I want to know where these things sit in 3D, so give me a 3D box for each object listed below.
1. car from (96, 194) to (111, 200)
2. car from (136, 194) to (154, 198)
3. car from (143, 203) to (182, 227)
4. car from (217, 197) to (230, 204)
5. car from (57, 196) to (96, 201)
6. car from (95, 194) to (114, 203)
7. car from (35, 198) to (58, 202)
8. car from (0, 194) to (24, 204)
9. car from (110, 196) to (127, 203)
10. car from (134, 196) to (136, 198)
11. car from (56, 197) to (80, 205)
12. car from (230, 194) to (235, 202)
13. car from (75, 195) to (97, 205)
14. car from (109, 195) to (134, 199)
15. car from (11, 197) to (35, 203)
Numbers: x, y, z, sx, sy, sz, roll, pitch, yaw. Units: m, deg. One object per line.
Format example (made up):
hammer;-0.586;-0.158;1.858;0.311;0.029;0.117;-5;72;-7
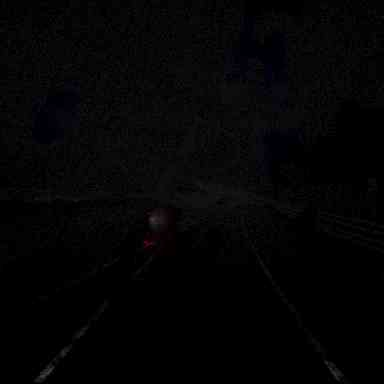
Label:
car;-16.400;1.688;62.693;2.128;1.511;4.902;0;0;10
car;-10.321;1.507;76.870;2.150;2.045;5.566;0;0;10
car;-2.002;1.552;23.543;1.837;1.490;4.892;0;0;10
car;6.312;1.845;70.445;2.033;1.411;5.357;0;0;10
car;-15.864;1.659;46.037;2.033;1.411;5.357;0;0;11
car;-20.681;1.486;78.578;2.150;2.045;5.566;0;0;10
car;-19.297;1.608;46.716;1.837;1.490;4.892;0;0;11
car;-26.266;1.309;47.477;2.150;2.045;5.566;0;0;11
car;-17.210;1.793;78.113;2.128;1.511;4.902;0;0;10
car;-13.708;1.776;77.822;1.837;1.490;4.892;0;0;10
car;-23.435;1.649;63.074;1.882;1.535;5.008;0;0;10
car;10.160;2.088;92.157;1.812;1.442;4.674;0;-1;10
car;-19.956;1.533;62.699;2.097;1.767;4.553;0;0;10
car;-13.056;1.698;61.558;1.837;1.490;4.892;0;0;11
car;-22.790;1.697;47.059;1.895;1.301;4.718;0;0;11
